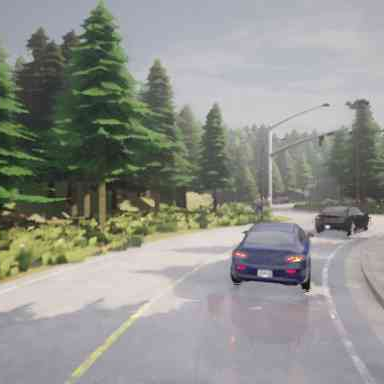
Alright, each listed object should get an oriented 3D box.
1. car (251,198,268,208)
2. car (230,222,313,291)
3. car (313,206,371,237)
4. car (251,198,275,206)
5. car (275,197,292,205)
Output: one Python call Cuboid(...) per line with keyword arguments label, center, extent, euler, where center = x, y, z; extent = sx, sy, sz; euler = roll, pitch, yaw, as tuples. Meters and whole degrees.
Cuboid(label="car", center=(10.584, 1.620, 51.855), extent=(1.812, 1.442, 4.674), euler=(0, 0, 23))
Cuboid(label="car", center=(2.307, 1.538, 9.143), extent=(1.812, 1.442, 4.674), euler=(0, 0, 20))
Cuboid(label="car", center=(8.612, 1.538, 18.844), extent=(1.837, 1.490, 4.892), euler=(0, 0, 43))
Cuboid(label="car", center=(8.693, 1.587, 42.126), extent=(1.837, 1.490, 4.892), euler=(0, 0, 2))
Cuboid(label="car", center=(16.449, 1.605, 60.885), extent=(2.128, 1.511, 4.902), euler=(0, 0, 43))
